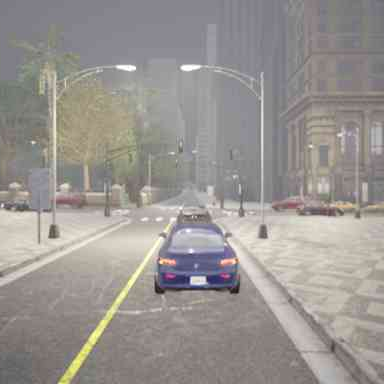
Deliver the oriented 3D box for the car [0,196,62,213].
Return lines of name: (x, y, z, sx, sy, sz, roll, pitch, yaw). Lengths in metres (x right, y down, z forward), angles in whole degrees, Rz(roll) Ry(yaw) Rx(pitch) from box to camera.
car: (-14.955, 1.267, 30.959, 4.403, 1.369, 2.008, 1, -1, 0)

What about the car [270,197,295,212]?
car: (11.906, 1.438, 39.391, 5.009, 1.841, 2.192, 1, -1, 0)

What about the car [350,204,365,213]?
car: (17.274, 1.721, 39.368, 4.829, 1.417, 1.752, 1, -1, 0)

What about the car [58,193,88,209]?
car: (-14.932, 1.055, 39.488, 5.009, 1.841, 2.192, 1, -1, 0)

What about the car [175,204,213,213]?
car: (0.113, 1.455, 18.750, 1.837, 1.490, 4.892, 0, 0, 0)

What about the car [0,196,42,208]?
car: (-20.459, 1.202, 39.504, 4.507, 1.381, 1.887, 1, -1, 0)

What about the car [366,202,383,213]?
car: (22.814, 1.795, 39.348, 4.829, 1.417, 1.752, 1, -1, 0)

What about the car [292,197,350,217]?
car: (11.883, 1.540, 30.864, 4.097, 1.590, 1.967, 1, -1, 0)

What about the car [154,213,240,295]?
car: (0.104, 1.501, 8.561, 1.812, 1.442, 4.674, 0, 0, 0)
